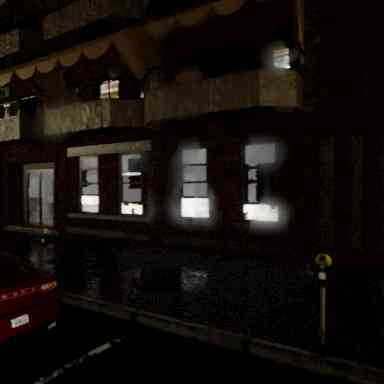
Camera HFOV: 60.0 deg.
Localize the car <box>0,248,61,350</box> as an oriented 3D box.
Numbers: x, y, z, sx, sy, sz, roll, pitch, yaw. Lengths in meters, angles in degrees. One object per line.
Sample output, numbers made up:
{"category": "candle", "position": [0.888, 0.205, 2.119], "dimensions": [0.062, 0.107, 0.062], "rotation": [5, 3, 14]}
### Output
{"category": "car", "position": [-4.076, 1.500, 5.391], "dimensions": [4.507, 1.381, 1.887], "rotation": [0, 1, 32]}
